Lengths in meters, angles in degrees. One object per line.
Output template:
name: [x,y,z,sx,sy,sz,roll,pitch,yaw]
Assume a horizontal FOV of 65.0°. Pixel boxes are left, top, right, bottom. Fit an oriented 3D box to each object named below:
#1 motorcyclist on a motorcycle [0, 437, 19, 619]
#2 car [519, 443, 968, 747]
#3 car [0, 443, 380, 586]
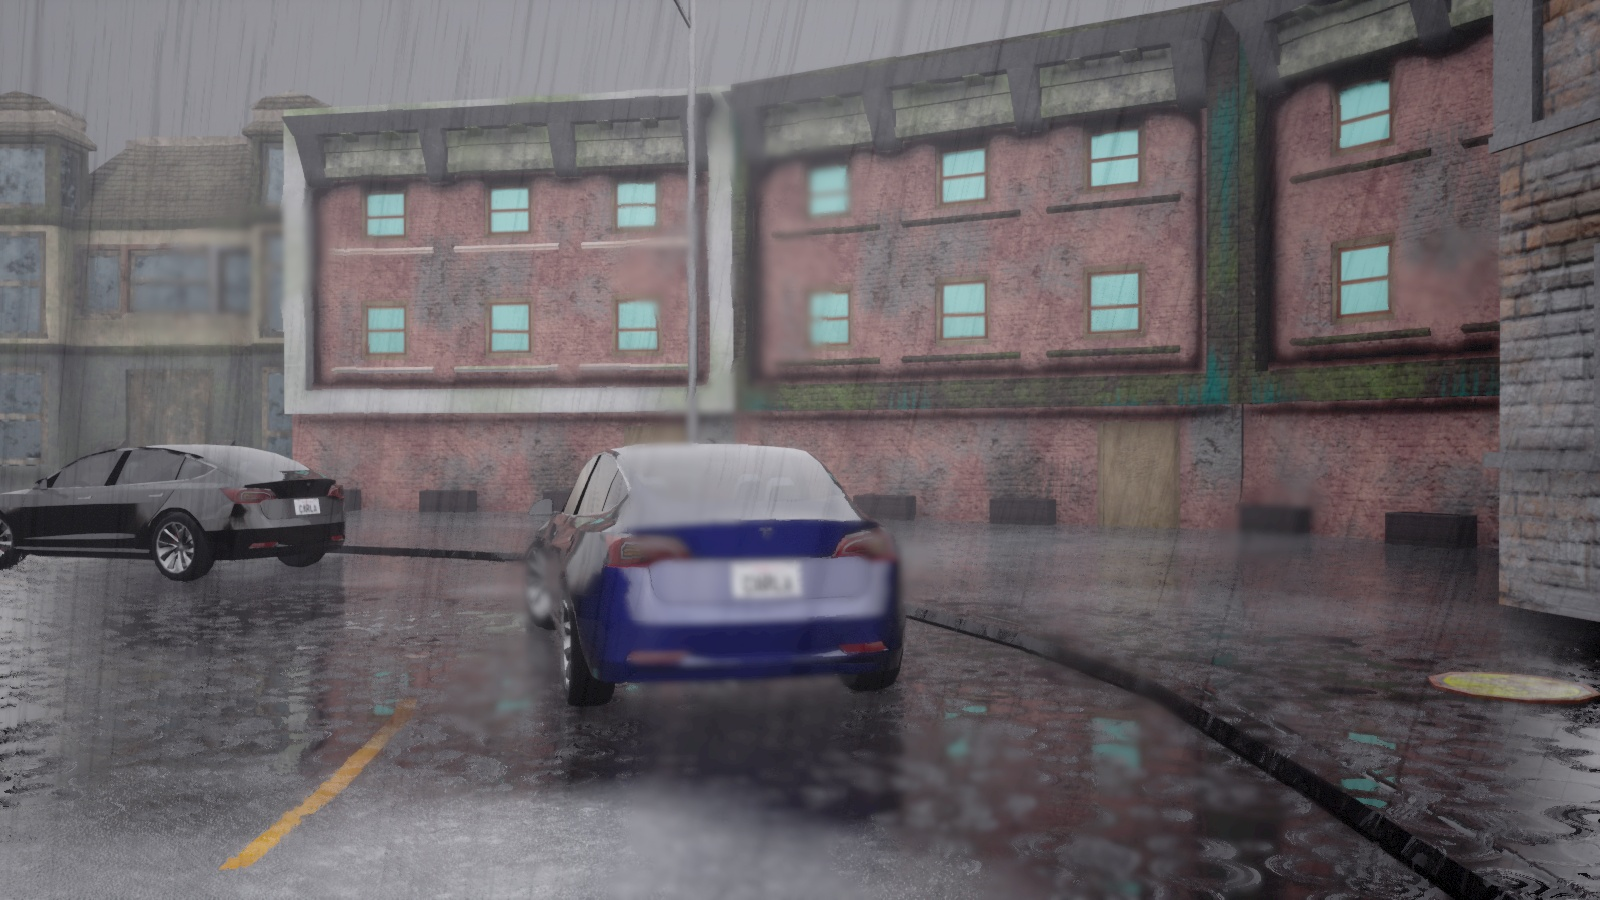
motorcyclist on a motorcycle: [-7.749,0.664,10.645,2.044,1.523,0.797,0,2,21]
car: [-0.759,0.698,8.739,2.163,1.488,4.792,0,0,-15]
car: [-7.651,0.657,14.956,4.792,1.488,2.163,0,0,23]
